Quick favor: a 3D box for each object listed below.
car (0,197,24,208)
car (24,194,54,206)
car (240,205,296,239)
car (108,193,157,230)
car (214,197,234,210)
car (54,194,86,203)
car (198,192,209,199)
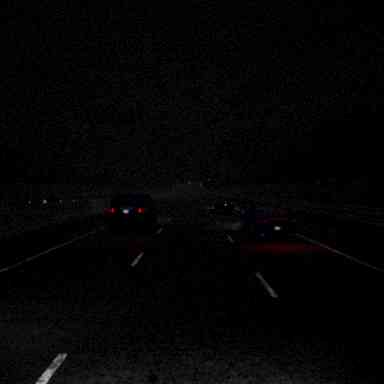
[{"bbox_3d":[-21.099,1.284,39.264,1.994,1.385,4.181,0,0,0],"label":"car"},{"bbox_3d":[-17.599,1.069,39.738,2.097,1.767,4.553,0,0,0],"label":"car"},{"bbox_3d":[3.597,1.356,16.476,1.882,1.535,5.008,0,0,0],"label":"car"},{"bbox_3d":[-3.404,1.076,19.803,2.150,2.045,5.566,0,0,0],"label":"car"},{"bbox_3d":[3.591,1.297,37.441,1.994,1.385,4.181,0,0,0],"label":"car"},{"bbox_3d":[-14.101,1.072,39.359,2.097,1.767,4.553,0,0,0],"label":"car"},{"bbox_3d":[3.476,0.945,86.628,2.163,1.488,4.792,0,0,0],"label":"car"}]
